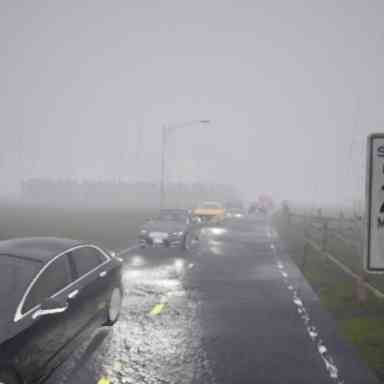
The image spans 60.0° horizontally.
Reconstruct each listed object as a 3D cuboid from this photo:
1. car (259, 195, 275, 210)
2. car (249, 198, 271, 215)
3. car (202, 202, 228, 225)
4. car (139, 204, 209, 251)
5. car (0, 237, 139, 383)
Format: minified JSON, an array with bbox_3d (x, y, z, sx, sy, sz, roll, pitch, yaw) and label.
[{"bbox_3d":[10.658,1.511,48.053,2.150,2.045,5.566,2,0,17],"label":"car"},{"bbox_3d":[7.459,1.707,37.122,1.837,1.490,4.892,2,0,15],"label":"car"},{"bbox_3d":[1.424,1.515,25.054,1.882,1.535,5.008,2,0,13],"label":"car"},{"bbox_3d":[-0.768,1.470,14.164,2.128,1.511,4.902,2,0,10],"label":"car"},{"bbox_3d":[-2.322,1.438,4.255,1.837,1.490,4.892,2,0,7],"label":"car"}]
